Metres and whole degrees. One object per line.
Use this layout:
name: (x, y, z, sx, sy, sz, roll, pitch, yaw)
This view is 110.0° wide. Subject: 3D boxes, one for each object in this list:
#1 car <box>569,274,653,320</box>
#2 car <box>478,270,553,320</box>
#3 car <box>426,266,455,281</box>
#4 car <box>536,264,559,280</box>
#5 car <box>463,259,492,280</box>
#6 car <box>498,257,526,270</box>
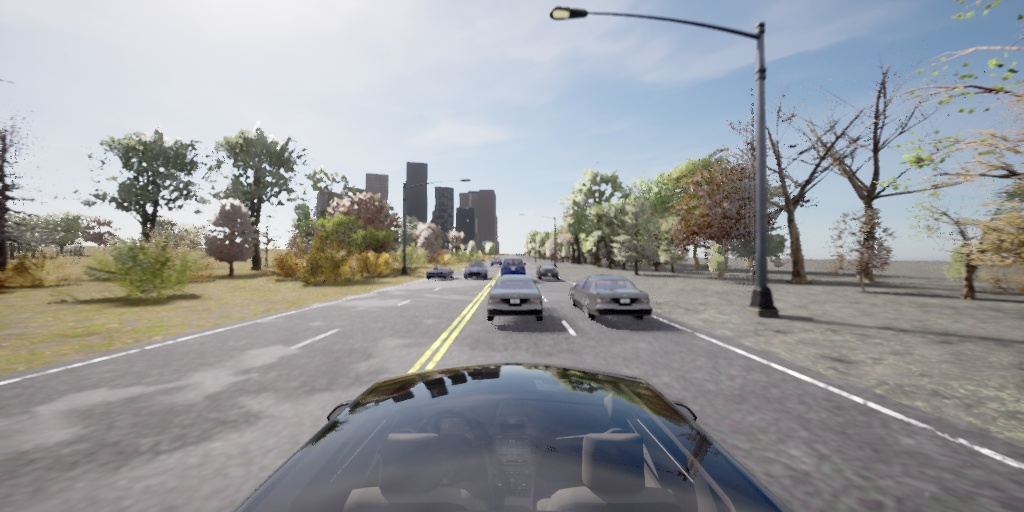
car: (3.350, 1.382, 13.127, 2.033, 1.411, 5.357, 0, 0, 0)
car: (0.093, 1.386, 12.968, 2.033, 1.411, 5.357, 0, 0, 0)
car: (-6.601, 1.563, 33.194, 1.895, 1.301, 4.718, 0, 0, 0)
car: (3.343, 1.487, 34.223, 1.812, 1.442, 4.674, 0, 0, 0)
car: (-3.349, 1.319, 34.205, 2.097, 1.767, 4.553, 0, 0, 0)
car: (0.095, 1.180, 32.296, 2.150, 2.045, 5.566, 0, 0, 0)
